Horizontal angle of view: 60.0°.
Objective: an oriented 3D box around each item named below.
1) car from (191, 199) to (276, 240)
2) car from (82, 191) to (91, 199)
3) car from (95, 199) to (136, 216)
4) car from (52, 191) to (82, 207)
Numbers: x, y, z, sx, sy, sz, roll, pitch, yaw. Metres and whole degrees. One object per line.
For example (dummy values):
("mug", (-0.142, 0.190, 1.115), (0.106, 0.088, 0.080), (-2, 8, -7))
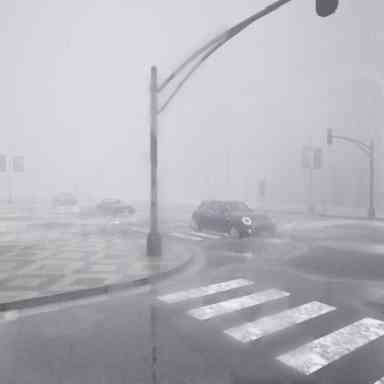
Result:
("car", (1.918, 1.206, 16.351), (2.097, 1.767, 4.553), (0, 1, -36))
("car", (-21.705, 0.519, 66.168), (1.882, 1.535, 5.008), (0, 1, -36))
("car", (-6.477, 1.253, 28.007), (1.895, 1.301, 4.718), (0, 1, -36))
("car", (-15.502, 0.781, 40.563), (2.097, 1.767, 4.553), (0, 1, -36))
